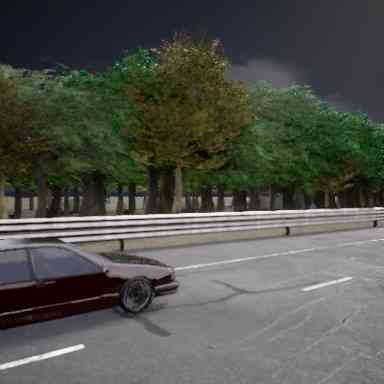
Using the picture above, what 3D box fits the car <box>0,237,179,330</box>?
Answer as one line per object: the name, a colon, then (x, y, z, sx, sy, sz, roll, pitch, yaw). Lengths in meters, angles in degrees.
car: (-2.881, 1.560, 5.982, 5.357, 1.411, 2.033, 1, 0, -35)
